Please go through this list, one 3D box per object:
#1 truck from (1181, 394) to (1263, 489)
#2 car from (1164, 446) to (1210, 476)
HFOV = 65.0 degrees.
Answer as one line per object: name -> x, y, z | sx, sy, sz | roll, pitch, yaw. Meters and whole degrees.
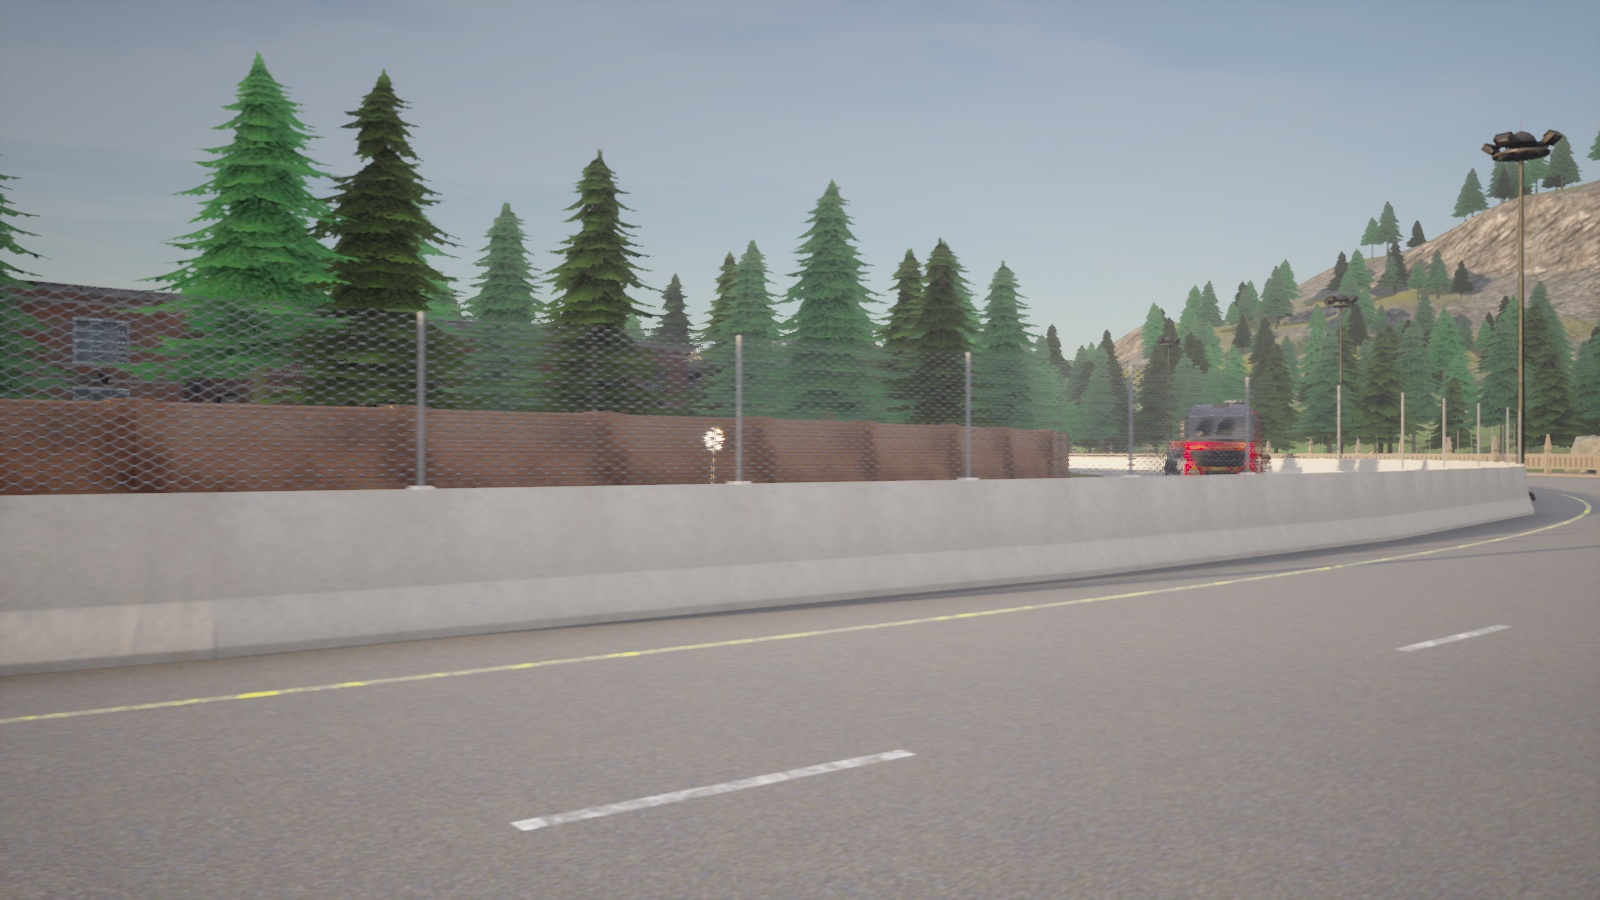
truck -> 18.596, -0.323, 54.955 | 2.891, 3.827, 8.468 | 0, 0, 22
car -> 25.020, 0.711, 81.327 | 1.932, 1.855, 4.605 | 0, 0, 5
